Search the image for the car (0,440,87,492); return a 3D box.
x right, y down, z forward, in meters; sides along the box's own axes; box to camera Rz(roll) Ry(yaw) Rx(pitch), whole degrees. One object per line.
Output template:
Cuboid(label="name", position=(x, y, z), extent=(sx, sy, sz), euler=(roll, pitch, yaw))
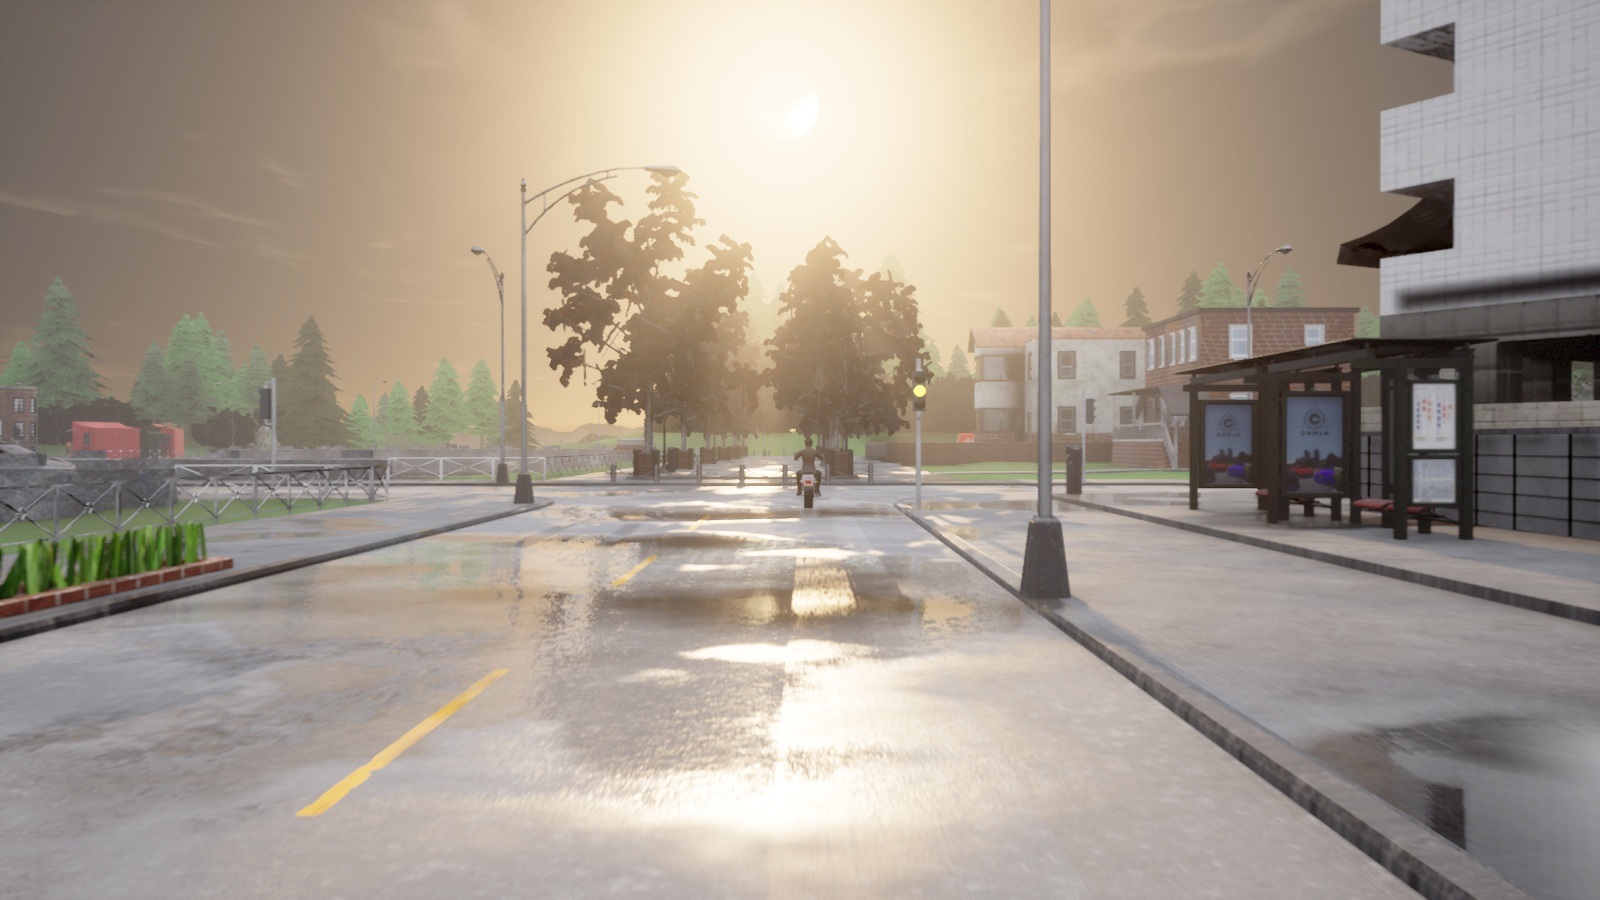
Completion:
Cuboid(label="car", position=(-24.169, 0.462, 37.614), extent=(4.514, 1.525, 2.007), euler=(0, 0, 2))

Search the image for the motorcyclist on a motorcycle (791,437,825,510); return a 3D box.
Cuboid(label="motorcyclist on a motorcycle", position=(0.213, 0.530, 29.644), extent=(0.766, 1.649, 2.350), euler=(0, 0, 1))
